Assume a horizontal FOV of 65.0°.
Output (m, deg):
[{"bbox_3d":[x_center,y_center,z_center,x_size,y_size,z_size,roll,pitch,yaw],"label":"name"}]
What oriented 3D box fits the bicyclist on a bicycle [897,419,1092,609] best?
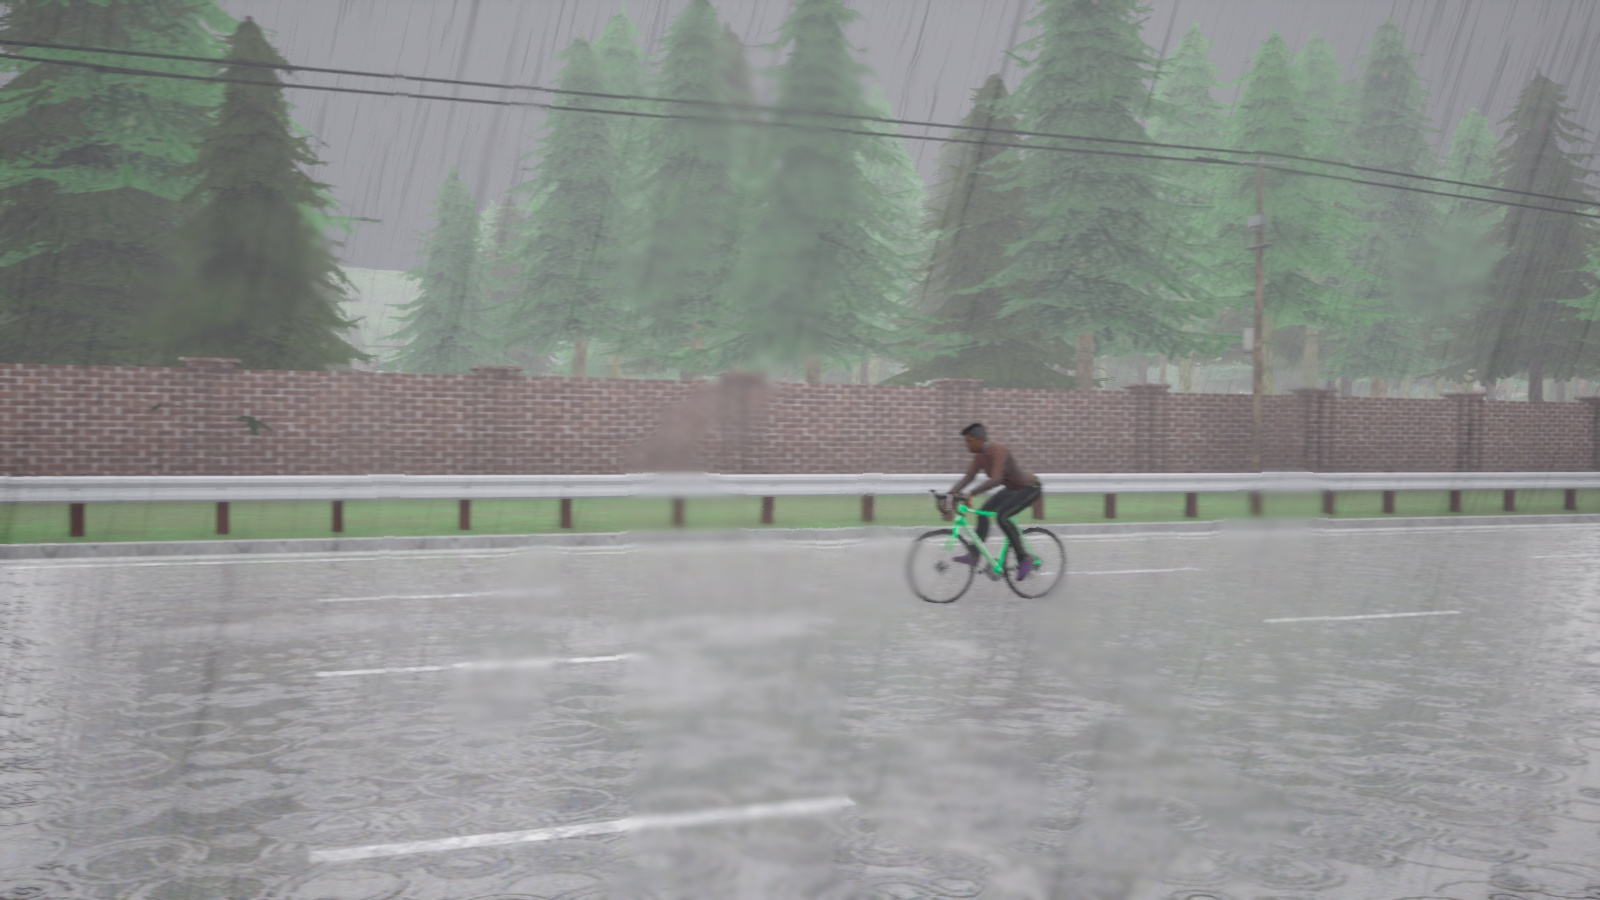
[{"bbox_3d":[1.770,0.546,11.397,1.656,1.620,0.582,-1,1,-21],"label":"bicyclist on a bicycle"}]
